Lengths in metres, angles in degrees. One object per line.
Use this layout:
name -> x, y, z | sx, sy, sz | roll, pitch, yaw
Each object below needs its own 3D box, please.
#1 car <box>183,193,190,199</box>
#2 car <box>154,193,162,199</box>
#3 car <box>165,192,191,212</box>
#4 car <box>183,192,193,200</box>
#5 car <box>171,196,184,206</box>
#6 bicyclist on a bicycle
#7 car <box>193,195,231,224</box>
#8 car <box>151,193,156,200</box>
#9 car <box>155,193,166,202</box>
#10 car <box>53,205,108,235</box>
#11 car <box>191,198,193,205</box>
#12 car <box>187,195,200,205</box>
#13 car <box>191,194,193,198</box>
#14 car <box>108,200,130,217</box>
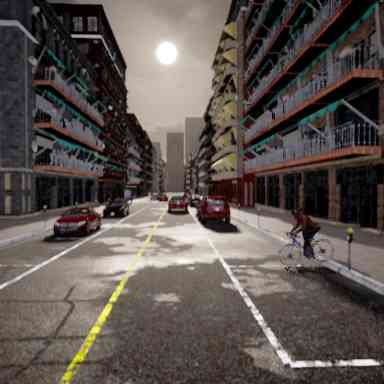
car -> -1.558, 1.001, 91.634 | 1.967, 1.590, 4.097 | -1, 0, -3
car -> -9.444, 1.006, 91.482 | 1.967, 1.590, 4.097 | -1, 0, -3
car -> -1.524, 1.166, 36.296 | 2.097, 1.767, 4.553 | 0, 0, -2
car -> -1.057, 0.925, 80.316 | 2.192, 1.841, 5.009 | -1, 0, -3
car -> -2.145, 1.352, 49.463 | 1.895, 1.301, 4.718 | 0, 0, -2
bicyclist on a bicycle -> 3.276, 1.323, 9.681 | 1.656, 1.620, 0.582 | -7, 1, -3
car -> 1.508, 1.190, 23.731 | 2.192, 1.841, 5.009 | -1, 0, -3
car -> -8.927, 1.055, 80.191 | 1.967, 1.590, 4.097 | -1, 0, -3
car -> -5.758, 1.169, 66.909 | 1.882, 1.535, 5.008 | 0, 0, -2
car -> -6.086, 1.490, 18.094 | 1.802, 1.307, 4.206 | -1, 0, -3
car -> 1.252, 1.397, 29.390 | 2.008, 1.369, 4.403 | -1, 0, -3
car -> 0.217, 1.283, 52.024 | 1.887, 1.381, 4.507 | -1, 0, -3
car -> 0.476, 1.331, 46.365 | 1.947, 1.339, 4.313 | -1, 0, -3
car -> -6.603, 1.417, 29.384 | 1.947, 1.339, 4.313 | -1, 0, -3
